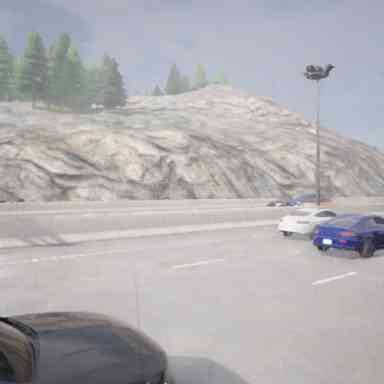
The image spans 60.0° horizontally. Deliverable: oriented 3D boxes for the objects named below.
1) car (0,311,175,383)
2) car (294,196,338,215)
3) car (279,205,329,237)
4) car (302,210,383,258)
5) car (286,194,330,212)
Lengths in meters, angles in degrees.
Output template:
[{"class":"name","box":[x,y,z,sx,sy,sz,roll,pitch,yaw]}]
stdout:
[{"class":"car","box":[-2.378,1.505,2.052,4.892,1.490,1.837,0,0,-36]},{"class":"car","box":[12.954,1.355,34.736,4.553,1.767,2.097,0,0,-35]},{"class":"car","box":[6.372,1.527,16.898,4.674,1.442,1.812,0,0,-36]},{"class":"car","box":[6.491,1.527,12.683,4.674,1.442,1.812,0,0,-36]},{"class":"car","box":[13.954,1.225,39.751,5.566,2.045,2.150,0,0,-35]}]
